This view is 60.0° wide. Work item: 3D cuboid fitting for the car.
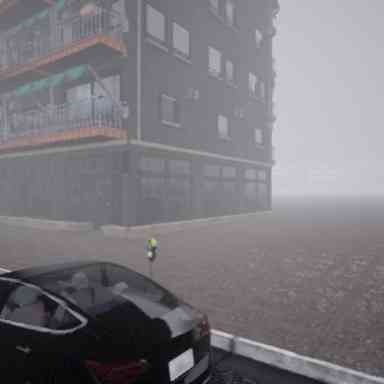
[{"bbox_3d":[-1.784,1.542,4.147,4.313,1.339,1.947,0,0,35],"label":"car"}]
